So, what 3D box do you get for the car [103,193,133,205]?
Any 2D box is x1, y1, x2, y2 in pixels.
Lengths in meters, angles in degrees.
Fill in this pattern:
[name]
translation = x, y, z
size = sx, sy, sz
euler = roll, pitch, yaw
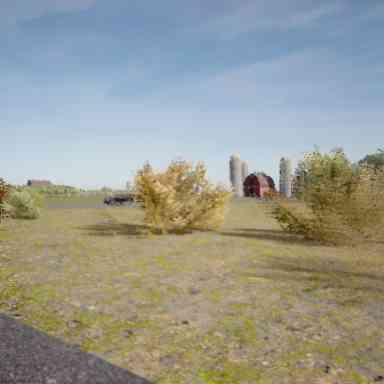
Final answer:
[car]
translation = -12.653, 1.232, 57.015
size = 2.150, 2.045, 5.566
euler = 0, -1, 36
